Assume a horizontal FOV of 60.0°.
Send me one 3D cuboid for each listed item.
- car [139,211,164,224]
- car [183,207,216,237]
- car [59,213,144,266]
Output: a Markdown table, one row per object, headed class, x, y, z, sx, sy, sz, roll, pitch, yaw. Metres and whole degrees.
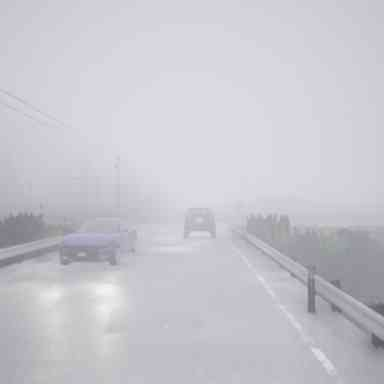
| class | x | y | z | sx | sy | sz | roll | pitch | yaw |
| --- | --- | --- | --- | --- | --- | --- | --- | --- | --- |
| car | -5.815 | 3.090 | 40.810 | 4.902 | 1.511 | 2.128 | 0 | -2 | 17 |
| car | 0.553 | 2.125 | 24.006 | 2.150 | 2.045 | 5.566 | 0 | -3 | 1 |
| car | -3.349 | 1.757 | 12.788 | 1.882 | 1.535 | 5.008 | 0 | -2 | 1 |
